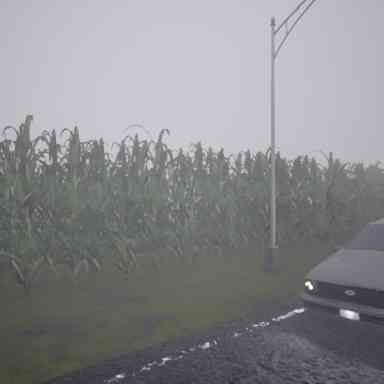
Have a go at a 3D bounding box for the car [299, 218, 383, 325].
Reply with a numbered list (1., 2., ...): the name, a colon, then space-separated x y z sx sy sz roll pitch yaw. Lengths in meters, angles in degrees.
1. car: 4.298 1.231 6.586 5.357 1.411 2.033 -5 0 -40
